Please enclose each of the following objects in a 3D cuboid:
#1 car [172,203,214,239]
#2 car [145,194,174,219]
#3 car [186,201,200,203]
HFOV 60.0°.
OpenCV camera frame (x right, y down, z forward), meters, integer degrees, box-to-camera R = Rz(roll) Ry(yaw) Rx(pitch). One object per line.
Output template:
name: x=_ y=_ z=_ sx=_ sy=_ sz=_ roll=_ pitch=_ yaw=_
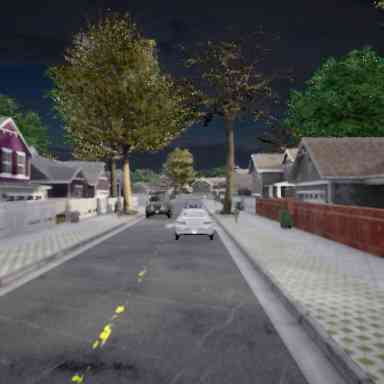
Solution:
car: x=0.113 y=1.535 z=17.123 sx=1.812 sy=1.442 sz=4.674 roll=0 pitch=0 yaw=0
car: x=-2.813 y=1.249 z=29.717 sx=2.150 sy=2.045 sz=5.566 roll=0 pitch=0 yaw=0
car: x=0.127 y=1.650 z=38.717 sx=1.895 sy=1.301 sz=4.718 roll=0 pitch=0 yaw=0
